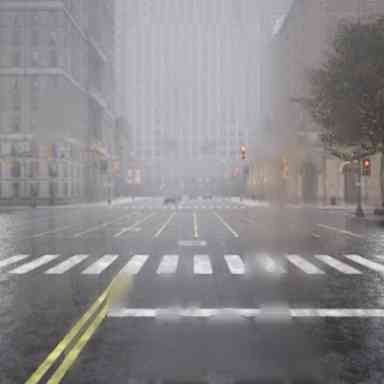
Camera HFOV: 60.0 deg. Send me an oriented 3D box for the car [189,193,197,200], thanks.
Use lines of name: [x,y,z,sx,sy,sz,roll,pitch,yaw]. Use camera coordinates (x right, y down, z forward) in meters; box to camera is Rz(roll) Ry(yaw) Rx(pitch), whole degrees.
car: [0.176,1.070,79.519,2.128,1.511,4.902,0,0,1]

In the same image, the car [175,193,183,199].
car: [-3.276,1.082,84.188,1.837,1.490,4.892,0,0,1]

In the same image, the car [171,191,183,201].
car: [-3.432,0.895,69.167,2.150,2.045,5.566,0,0,1]

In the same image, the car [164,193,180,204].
car: [-3.558,1.335,55.695,1.895,1.301,4.718,0,0,1]

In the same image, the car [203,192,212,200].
car: [3.675,0.901,79.453,2.097,1.767,4.553,0,0,1]
